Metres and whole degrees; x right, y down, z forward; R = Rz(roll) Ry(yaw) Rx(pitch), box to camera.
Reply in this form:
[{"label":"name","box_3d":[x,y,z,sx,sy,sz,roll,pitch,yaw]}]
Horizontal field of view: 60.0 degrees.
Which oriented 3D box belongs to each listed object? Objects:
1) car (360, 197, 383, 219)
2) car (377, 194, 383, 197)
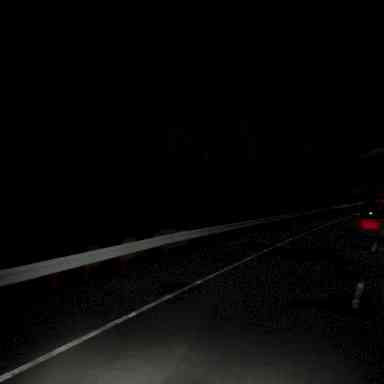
[{"label":"car","box_3d":[16.200,1.505,29.493,1.837,1.490,4.892,0,0,35]},{"label":"car","box_3d":[22.298,1.221,38.003,2.150,2.045,5.566,0,0,36]}]
